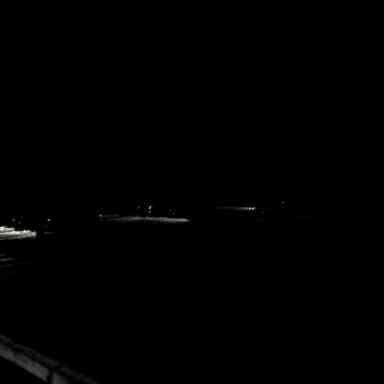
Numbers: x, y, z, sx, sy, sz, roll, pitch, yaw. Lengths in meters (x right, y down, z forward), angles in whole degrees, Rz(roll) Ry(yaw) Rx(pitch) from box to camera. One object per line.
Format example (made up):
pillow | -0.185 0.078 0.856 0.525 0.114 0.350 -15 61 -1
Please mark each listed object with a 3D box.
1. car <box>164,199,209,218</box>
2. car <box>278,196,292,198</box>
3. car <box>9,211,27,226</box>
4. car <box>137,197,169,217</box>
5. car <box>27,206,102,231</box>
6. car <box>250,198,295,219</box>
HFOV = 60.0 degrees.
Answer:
car | -0.152 1.634 31.662 1.812 1.442 4.674 0 0 38
car | 13.415 1.422 48.744 2.097 1.767 4.553 0 1 38
car | -10.591 1.672 23.657 1.994 1.385 4.181 0 0 38
car | -3.286 1.442 32.932 2.097 1.767 4.553 0 0 38
car | -7.996 1.692 21.697 1.994 1.385 4.181 0 0 38
car | 7.680 1.620 30.793 1.882 1.535 5.008 0 0 38
